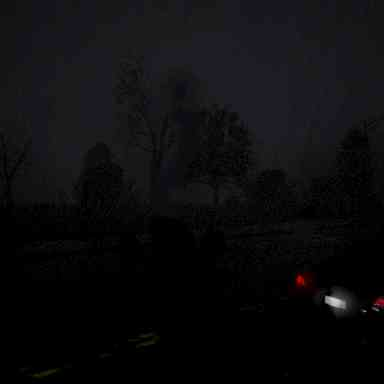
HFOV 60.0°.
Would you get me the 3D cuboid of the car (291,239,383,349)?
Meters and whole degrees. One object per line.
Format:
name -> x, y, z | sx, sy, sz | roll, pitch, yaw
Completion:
car -> 3.728, 1.563, 5.943 | 4.181, 1.385, 1.994 | 0, 0, -34
